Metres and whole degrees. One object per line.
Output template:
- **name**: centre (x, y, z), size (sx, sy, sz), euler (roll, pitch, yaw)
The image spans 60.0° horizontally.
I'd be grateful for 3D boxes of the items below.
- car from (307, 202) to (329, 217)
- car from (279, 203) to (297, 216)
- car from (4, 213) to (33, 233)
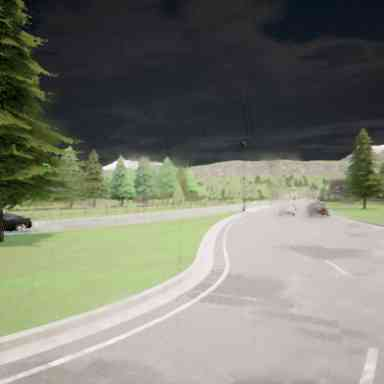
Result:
- **car**: centre (15.175, 2.044, 40.303), size (2.097, 1.767, 4.553), euler (-1, -1, 14)
- **car**: centre (12.587, 2.339, 44.031), size (1.812, 1.442, 4.674), euler (-1, -1, 16)
- **car**: centre (-14.028, 2.224, 23.646), size (1.882, 1.535, 5.008), euler (-2, -2, 40)
